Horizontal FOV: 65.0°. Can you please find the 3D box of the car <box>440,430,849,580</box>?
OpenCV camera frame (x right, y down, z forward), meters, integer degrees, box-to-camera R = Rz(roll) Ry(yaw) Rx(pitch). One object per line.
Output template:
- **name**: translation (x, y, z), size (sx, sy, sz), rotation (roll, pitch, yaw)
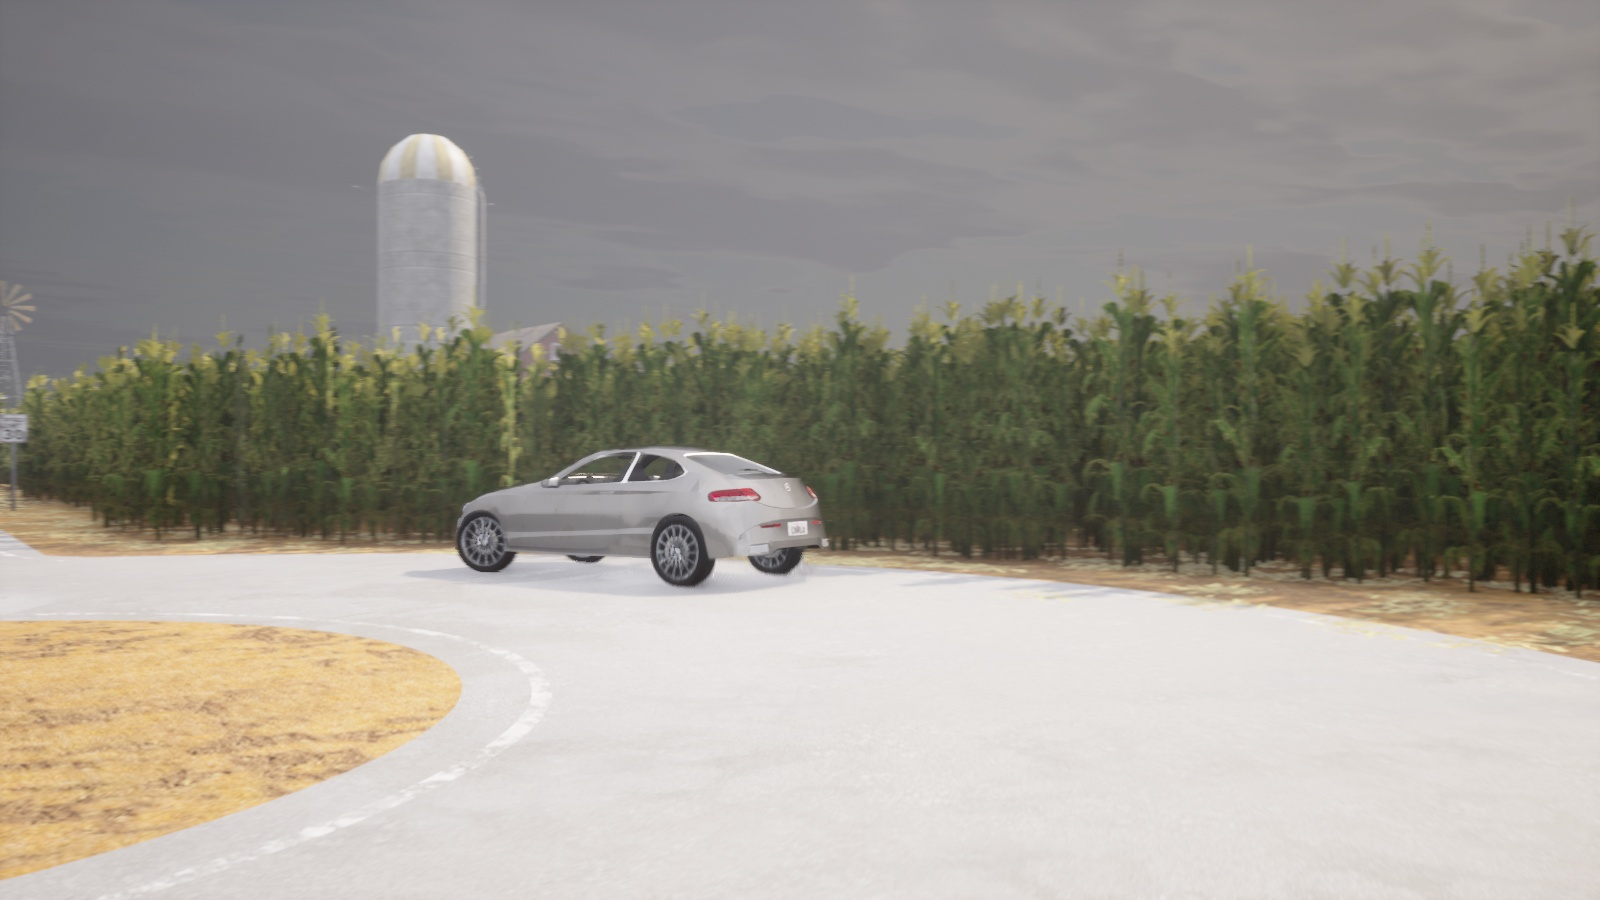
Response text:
- **car**: translation (-2.080, 0.630, 16.103), size (5.027, 1.651, 2.152), rotation (-1, -1, 34)
